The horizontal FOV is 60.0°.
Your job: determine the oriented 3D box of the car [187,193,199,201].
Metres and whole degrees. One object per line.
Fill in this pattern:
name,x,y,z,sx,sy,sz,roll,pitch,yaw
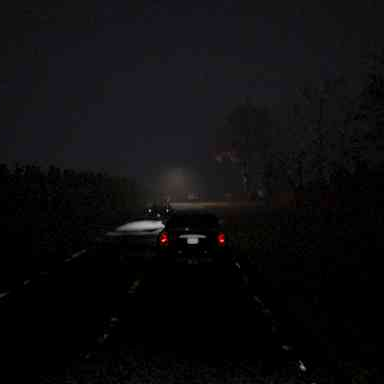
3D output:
car,0.175,1.269,69.212,2.150,2.045,5.566,0,0,0

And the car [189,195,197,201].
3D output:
car,0.202,1.456,79.605,1.837,1.490,4.892,0,0,0

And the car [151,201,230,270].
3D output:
car,0.026,1.345,11.154,2.097,1.767,4.553,0,0,0

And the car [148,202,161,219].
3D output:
car,-2.685,1.595,29.089,1.895,1.301,4.718,0,0,0
